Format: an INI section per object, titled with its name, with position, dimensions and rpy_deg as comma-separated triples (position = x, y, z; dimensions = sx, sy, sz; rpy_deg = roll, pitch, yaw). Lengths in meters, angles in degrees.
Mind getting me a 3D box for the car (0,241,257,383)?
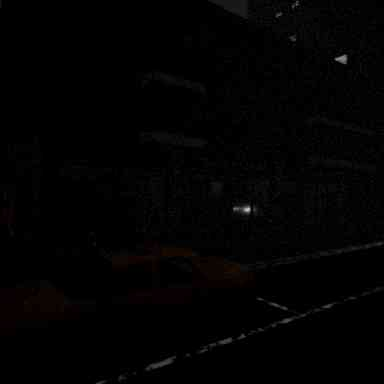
[car]
position = -1.077, 1.527, 5.304
dimensions = 4.829, 1.417, 1.752
rpy_deg = 0, 2, -35
